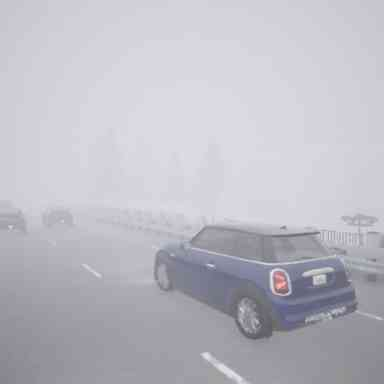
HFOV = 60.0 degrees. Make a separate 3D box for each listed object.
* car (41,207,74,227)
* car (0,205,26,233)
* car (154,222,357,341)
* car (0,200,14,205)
[{"bbox_3d":[-10.729,1.940,26.446,1.837,1.490,4.892,0,-2,-31],"label":"car"},{"bbox_3d":[-12.004,1.847,21.774,1.837,1.490,4.892,0,-2,-31],"label":"car"},{"bbox_3d":[0.921,1.422,7.064,2.097,1.767,4.553,0,-1,-31],"label":"car"},{"bbox_3d":[-20.455,1.929,35.837,2.150,2.045,5.566,0,-1,-31],"label":"car"}]
